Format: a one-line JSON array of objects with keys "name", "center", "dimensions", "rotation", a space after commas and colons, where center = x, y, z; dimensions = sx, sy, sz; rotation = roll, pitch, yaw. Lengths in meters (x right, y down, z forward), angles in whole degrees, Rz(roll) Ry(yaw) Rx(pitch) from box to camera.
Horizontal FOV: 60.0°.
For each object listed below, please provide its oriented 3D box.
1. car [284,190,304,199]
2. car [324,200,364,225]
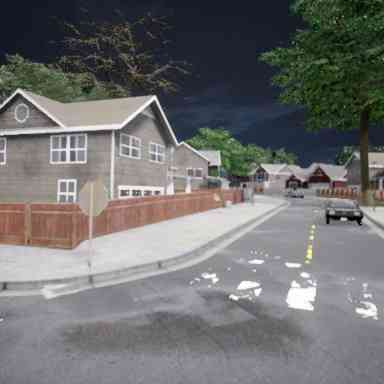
[{"name": "car", "center": [17.068, 0.375, 55.684], "dimensions": [1.994, 1.385, 4.181], "rotation": [1, 1, -6]}, {"name": "car", "center": [8.939, 1.121, 19.887], "dimensions": [1.895, 1.301, 4.718], "rotation": [1, 2, 21]}]
